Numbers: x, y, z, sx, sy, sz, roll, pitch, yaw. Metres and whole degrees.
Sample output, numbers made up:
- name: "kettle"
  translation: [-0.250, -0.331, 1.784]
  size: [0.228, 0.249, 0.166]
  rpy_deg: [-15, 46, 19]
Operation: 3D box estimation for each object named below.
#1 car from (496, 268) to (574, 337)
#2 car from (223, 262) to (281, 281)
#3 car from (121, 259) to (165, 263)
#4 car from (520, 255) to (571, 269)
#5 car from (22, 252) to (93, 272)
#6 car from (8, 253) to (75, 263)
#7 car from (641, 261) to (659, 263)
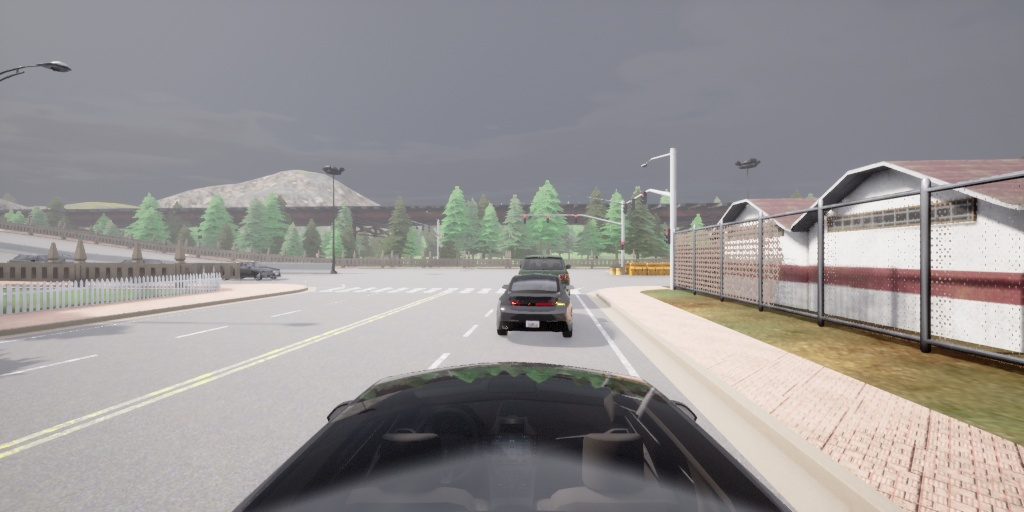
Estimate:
- name: "car"
  translation: [0.717, 1.255, 10.313]
  size: [1.837, 1.490, 4.892]
  rpy_deg: [0, 0, 6]
- name: "car"
  translation: [-21.915, 1.239, 29.927]
  size: [4.902, 1.511, 2.128]
  rpy_deg: [0, 0, 5]
- name: "car"
  translation: [-31.000, 1.051, 30.592]
  size: [4.553, 1.767, 2.097]
  rpy_deg: [1, 0, 4]
- name: "car"
  translation: [1.484, 0.971, 16.323]
  size: [2.150, 2.045, 5.566]
  rpy_deg: [0, 0, 7]
- name: "car"
  translation: [-44.470, 0.545, 35.106]
  size: [4.892, 1.490, 1.837]
  rpy_deg: [5, 0, 5]
- name: "car"
  translation: [-40.861, 0.659, 31.314]
  size: [4.553, 1.767, 2.097]
  rpy_deg: [4, 0, 4]
- name: "car"
  translation: [15.830, 1.350, 41.507]
  size: [4.718, 1.301, 1.895]
  rpy_deg: [0, 0, 4]
